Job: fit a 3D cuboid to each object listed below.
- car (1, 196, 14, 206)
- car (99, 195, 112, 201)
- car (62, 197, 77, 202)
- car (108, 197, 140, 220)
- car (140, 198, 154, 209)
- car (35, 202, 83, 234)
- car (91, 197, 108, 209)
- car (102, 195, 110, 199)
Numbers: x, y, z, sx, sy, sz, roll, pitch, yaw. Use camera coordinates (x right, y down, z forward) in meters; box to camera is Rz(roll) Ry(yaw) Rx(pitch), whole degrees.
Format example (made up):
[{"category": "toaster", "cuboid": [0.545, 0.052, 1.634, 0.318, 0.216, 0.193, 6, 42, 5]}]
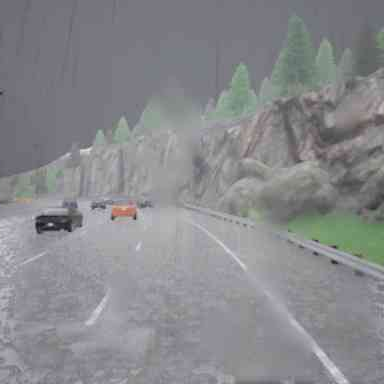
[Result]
[{"category": "car", "cuboid": [-40.010, 1.869, 72.028, 2.150, 2.045, 5.566, -1, 0, -28]}, {"category": "car", "cuboid": [-21.338, 1.462, 81.708, 1.801, 1.575, 5.366, -1, 0, -30]}, {"category": "car", "cuboid": [-18.416, 1.669, 50.108, 2.097, 1.767, 4.553, -1, 0, -19]}, {"category": "car", "cuboid": [-6.038, 1.458, 29.710, 2.097, 1.767, 4.553, -1, 0, -11]}, {"category": "car", "cuboid": [-6.542, 1.625, 46.865, 1.837, 1.490, 4.892, -1, 0, -16]}, {"category": "car", "cuboid": [-7.979, 1.615, 20.368, 1.882, 1.535, 5.008, 0, 0, -8]}, {"category": "car", "cuboid": [-14.166, 1.847, 49.965, 1.895, 1.301, 4.718, -1, 0, -20]}, {"category": "car", "cuboid": [-16.340, 1.811, 64.122, 1.812, 1.442, 4.674, -1, 0, -24]}]
